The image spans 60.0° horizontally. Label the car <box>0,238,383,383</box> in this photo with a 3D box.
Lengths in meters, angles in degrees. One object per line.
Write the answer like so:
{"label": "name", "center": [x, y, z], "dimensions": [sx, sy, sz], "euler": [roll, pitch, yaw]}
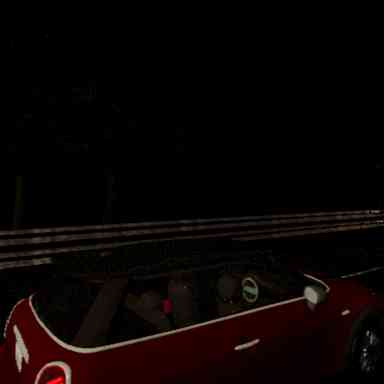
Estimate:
{"label": "car", "center": [0.336, 1.346, 3.918], "dimensions": [4.553, 1.767, 2.097], "euler": [0, 0, -35]}
